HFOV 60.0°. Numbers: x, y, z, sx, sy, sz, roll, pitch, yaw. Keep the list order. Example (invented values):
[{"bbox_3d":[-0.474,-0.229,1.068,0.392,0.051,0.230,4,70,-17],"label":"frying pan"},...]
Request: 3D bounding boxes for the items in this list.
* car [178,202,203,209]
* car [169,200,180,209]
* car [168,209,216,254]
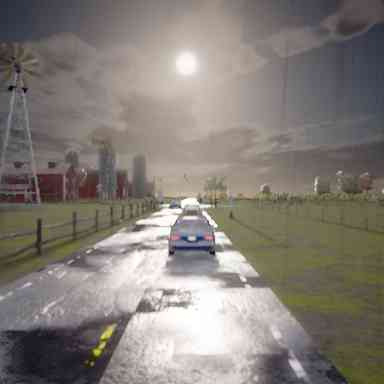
[{"bbox_3d":[0.006,1.809,29.394,1.812,1.442,4.674,0,0,0],"label":"car"},{"bbox_3d":[-2.752,2.062,56.418,1.837,1.490,4.892,0,-1,0],"label":"car"},{"bbox_3d":[0.001,1.682,14.011,2.033,1.411,5.357,0,-1,0],"label":"car"}]
